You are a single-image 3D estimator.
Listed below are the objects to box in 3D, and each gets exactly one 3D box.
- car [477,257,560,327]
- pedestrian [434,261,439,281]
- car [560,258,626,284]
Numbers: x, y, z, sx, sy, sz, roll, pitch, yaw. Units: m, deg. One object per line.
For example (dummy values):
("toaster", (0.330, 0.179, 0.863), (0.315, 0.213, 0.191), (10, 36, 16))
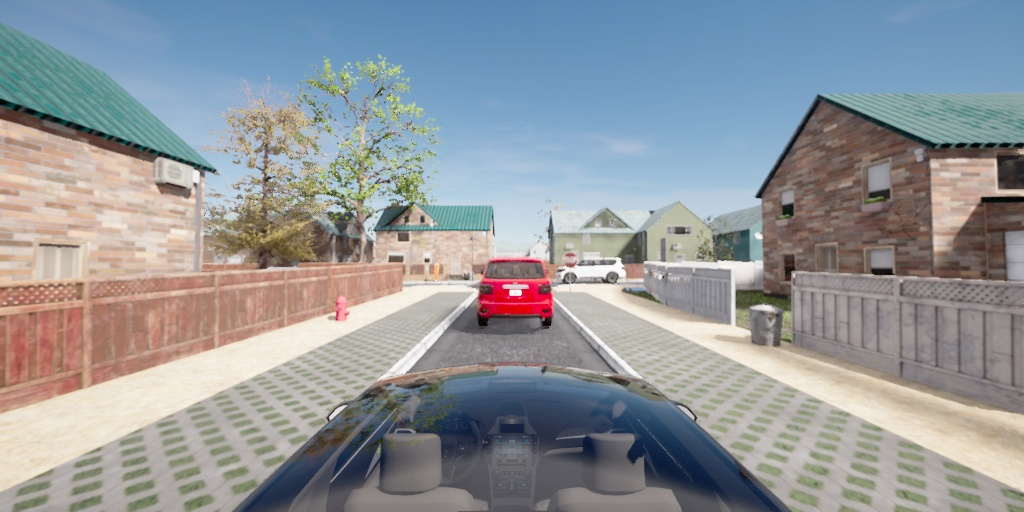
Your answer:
("car", (0.088, 1.045, 11.972), (2.150, 2.045, 5.566), (0, 0, 0))
("pedestrian", (-6.747, 1.316, 31.914), (0.375, 1.860, 0.375), (0, -1, 1))
("car", (6.263, 1.182, 28.849), (5.566, 2.045, 2.150), (0, -2, 1))
